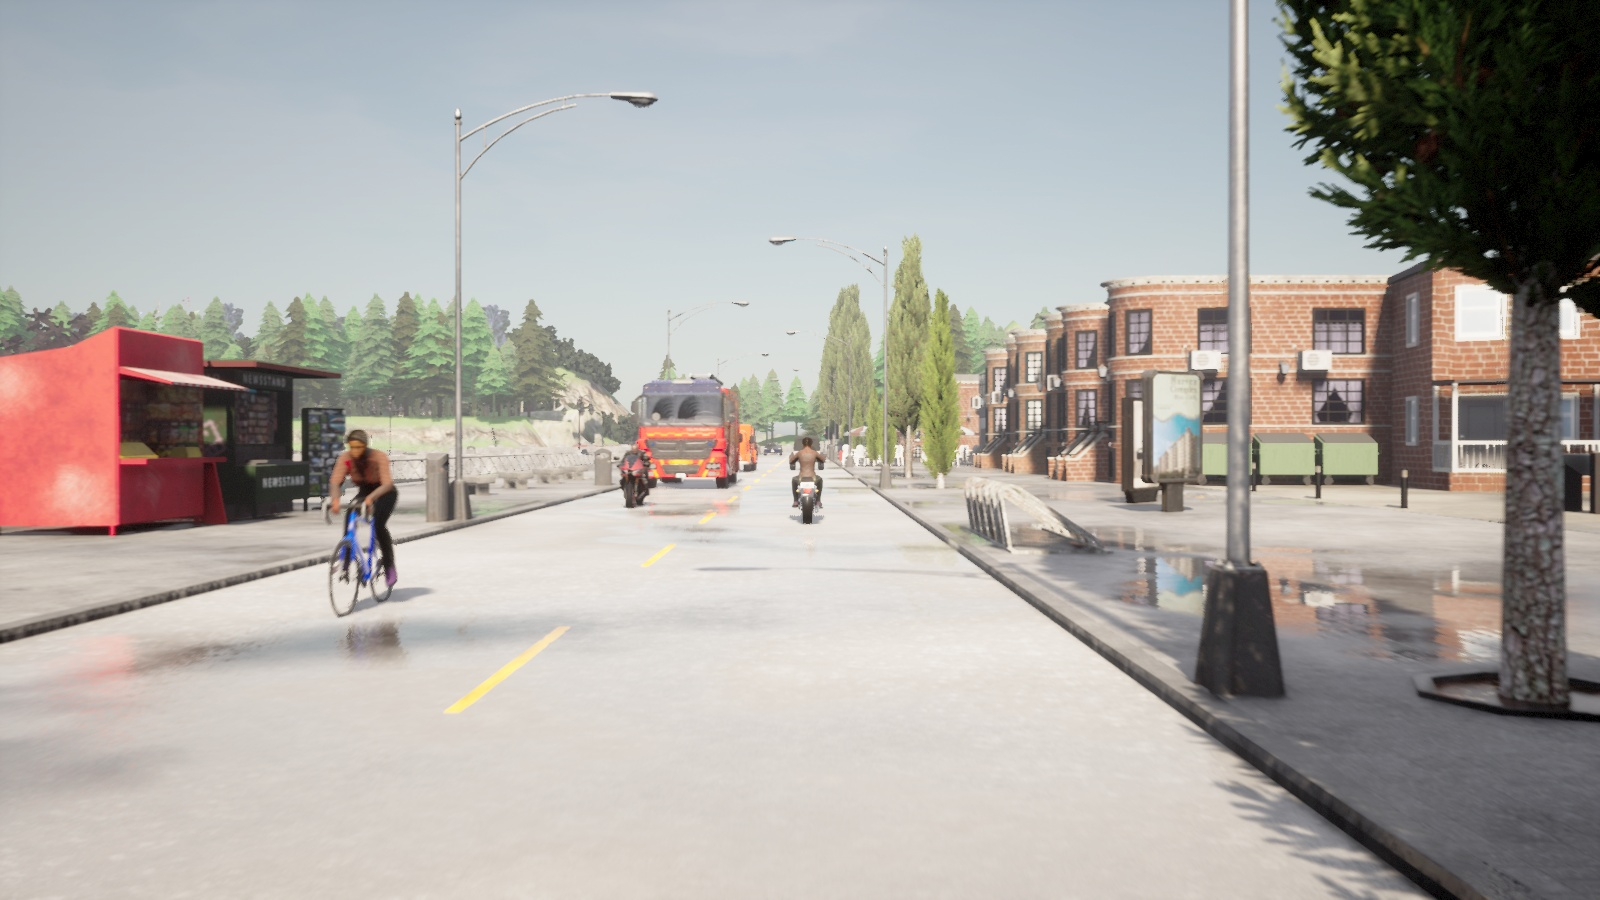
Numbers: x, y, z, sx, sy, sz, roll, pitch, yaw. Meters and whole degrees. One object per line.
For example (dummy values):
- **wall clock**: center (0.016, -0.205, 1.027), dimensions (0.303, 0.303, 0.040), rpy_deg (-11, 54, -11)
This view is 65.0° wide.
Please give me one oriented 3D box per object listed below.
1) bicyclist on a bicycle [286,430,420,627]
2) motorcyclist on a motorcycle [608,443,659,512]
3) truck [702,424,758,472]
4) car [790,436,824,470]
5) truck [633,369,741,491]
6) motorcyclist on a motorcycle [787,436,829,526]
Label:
- **bicyclist on a bicycle**: center (-3.920, 0.633, 11.140), dimensions (0.582, 1.620, 1.656), rpy_deg (0, 1, 0)
- **motorcyclist on a motorcycle**: center (-3.830, 0.615, 29.054), dimensions (0.866, 1.530, 2.191), rpy_deg (0, 0, 0)
- **truck**: center (-3.627, -0.117, 66.321), dimensions (2.627, 2.467, 5.204), rpy_deg (0, 0, 0)
- **car**: center (0.395, 0.145, 70.540), dimensions (1.905, 1.878, 3.866), rpy_deg (0, 0, 0)
- **truck**: center (-3.749, -0.667, 43.655), dimensions (2.891, 3.827, 8.468), rpy_deg (0, 0, 0)
- **motorcyclist on a motorcycle**: center (0.146, 0.561, 24.118), dimensions (0.766, 1.649, 2.350), rpy_deg (0, 0, 0)
